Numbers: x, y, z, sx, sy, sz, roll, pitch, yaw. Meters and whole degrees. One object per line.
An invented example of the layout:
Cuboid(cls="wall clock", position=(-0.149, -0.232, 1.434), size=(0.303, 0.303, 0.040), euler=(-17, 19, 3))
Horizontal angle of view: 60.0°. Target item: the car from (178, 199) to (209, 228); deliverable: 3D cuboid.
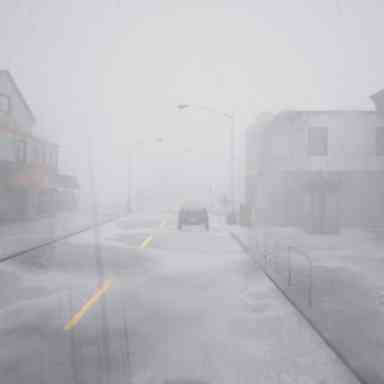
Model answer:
Cuboid(cls="car", position=(0.087, 1.454, 21.824), size=(1.882, 1.535, 5.008), euler=(0, 0, 0))

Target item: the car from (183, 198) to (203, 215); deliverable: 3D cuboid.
Cuboid(cls="car", position=(0.094, 1.440, 34.905), size=(1.882, 1.535, 5.008), euler=(0, 0, 0))

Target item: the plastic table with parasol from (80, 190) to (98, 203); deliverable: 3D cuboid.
Cuboid(cls="plastic table with parasol", position=(-19.163, 0.858, 62.012), size=(2.482, 2.480, 2.482), euler=(0, 0, 0))
